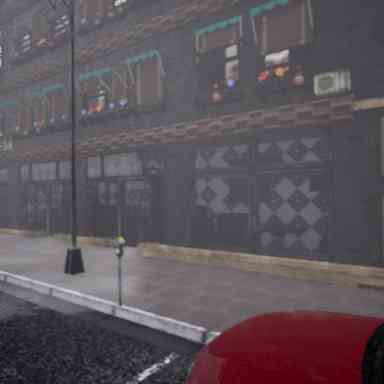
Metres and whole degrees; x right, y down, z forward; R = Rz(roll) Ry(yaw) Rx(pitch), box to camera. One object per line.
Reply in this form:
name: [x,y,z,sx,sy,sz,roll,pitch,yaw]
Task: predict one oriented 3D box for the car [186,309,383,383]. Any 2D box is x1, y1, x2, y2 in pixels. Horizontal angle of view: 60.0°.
car: [2.178,1.314,1.339,5.009,1.841,2.192,0,-1,35]
